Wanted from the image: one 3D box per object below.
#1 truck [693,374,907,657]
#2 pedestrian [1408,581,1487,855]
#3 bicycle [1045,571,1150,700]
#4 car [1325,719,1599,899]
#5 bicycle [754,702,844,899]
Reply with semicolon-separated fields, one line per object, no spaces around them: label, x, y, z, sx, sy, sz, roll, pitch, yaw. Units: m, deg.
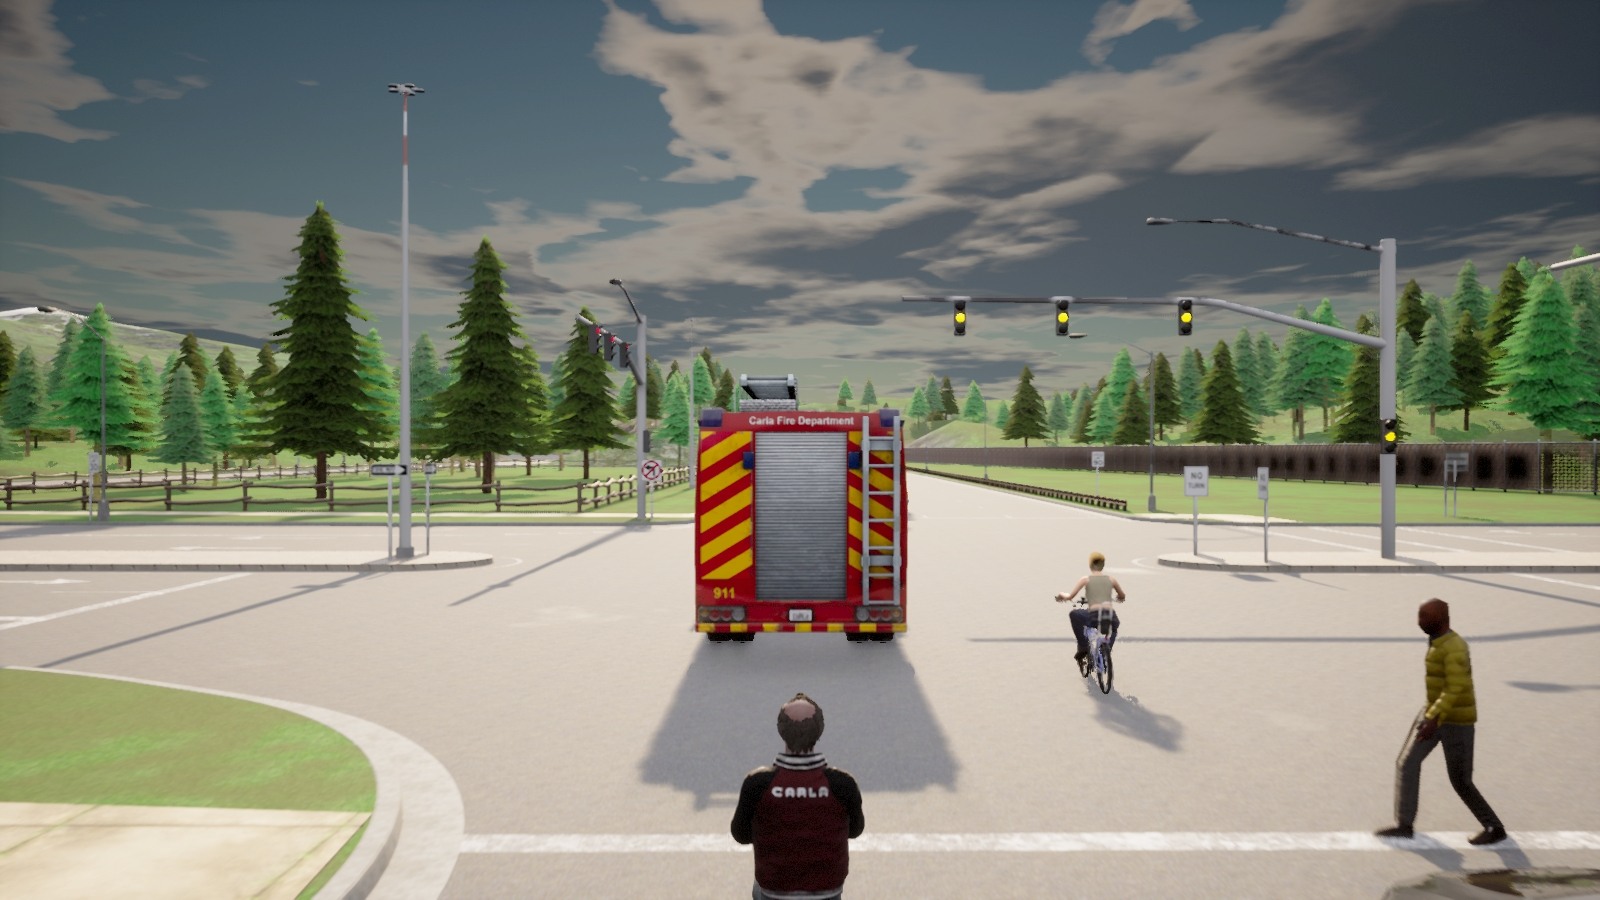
truck;0.002;0.890;19.702;2.891;3.827;8.468;0;0;0
pedestrian;4.608;1.887;8.143;0.375;1.860;0.375;0;0;5
bicycle;3.490;2.158;13.544;0.859;1.277;1.487;0;0;0
car;3.504;2.066;3.557;1.816;1.474;4.193;0;0;0
bicycle;-0.004;2.060;5.069;0.329;1.471;1.835;0;0;0
